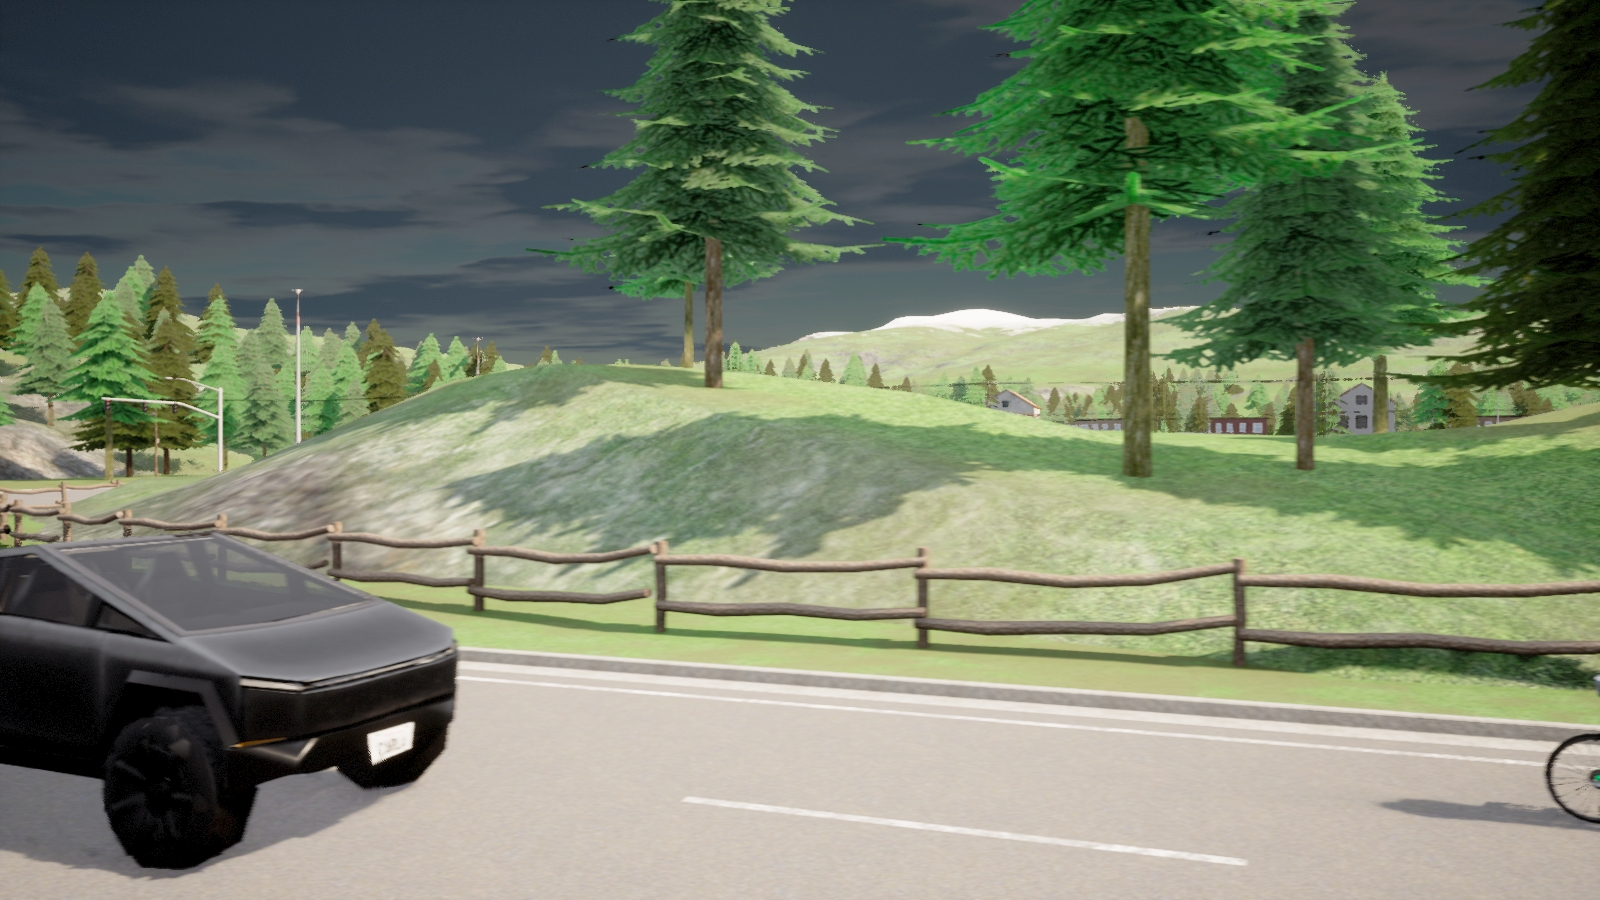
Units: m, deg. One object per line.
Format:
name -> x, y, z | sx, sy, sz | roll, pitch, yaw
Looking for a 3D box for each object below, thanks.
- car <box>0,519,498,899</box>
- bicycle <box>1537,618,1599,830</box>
car -> -5.820, 1.752, 9.417 | 6.274, 2.098, 2.390 | 0, 0, 22
bicycle -> 6.435, 2.057, 8.413 | 1.643, 1.496, 0.373 | 1, 0, 20
